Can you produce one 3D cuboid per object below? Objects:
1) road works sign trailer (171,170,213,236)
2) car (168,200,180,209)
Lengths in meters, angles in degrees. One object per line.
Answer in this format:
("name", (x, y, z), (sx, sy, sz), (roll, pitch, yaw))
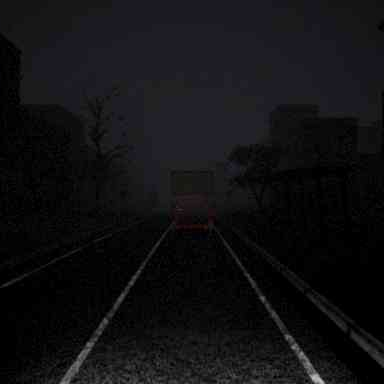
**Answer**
("road works sign trailer", (-0.001, 0.565, 18.994), (2.380, 3.560, 2.880), (0, -1, 0))
("car", (-3.062, 2.159, 57.183), (1.837, 1.490, 4.892), (0, -1, 0))
